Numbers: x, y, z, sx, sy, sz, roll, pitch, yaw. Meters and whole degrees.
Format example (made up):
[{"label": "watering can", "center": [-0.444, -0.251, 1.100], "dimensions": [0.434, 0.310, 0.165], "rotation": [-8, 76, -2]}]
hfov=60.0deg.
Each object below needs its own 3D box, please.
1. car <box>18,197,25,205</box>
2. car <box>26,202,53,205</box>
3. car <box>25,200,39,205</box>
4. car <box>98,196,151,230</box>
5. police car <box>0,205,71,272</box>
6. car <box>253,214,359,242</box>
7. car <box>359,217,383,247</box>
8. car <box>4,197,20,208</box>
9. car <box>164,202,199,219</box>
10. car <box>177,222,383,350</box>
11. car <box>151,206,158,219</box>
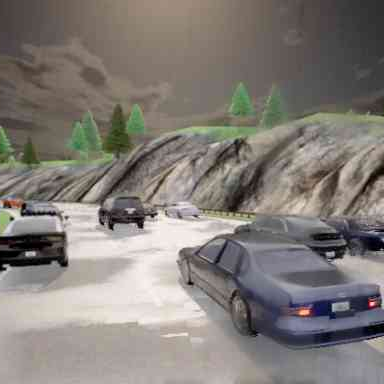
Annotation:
[{"label": "car", "center": [-19.438, 1.655, 40.501], "dimensions": [1.994, 1.385, 4.181], "rotation": [0, 0, -36]}, {"label": "car", "center": [-8.706, 1.551, 19.725], "dimensions": [1.837, 1.490, 4.892], "rotation": [0, 0, -25]}, {"label": "car", "center": [-11.140, 1.535, 24.725], "dimensions": [1.882, 1.535, 5.008], "rotation": [0, 0, -27]}, {"label": "car", "center": [-4.718, 1.276, 21.904], "dimensions": [2.150, 2.045, 5.566], "rotation": [0, 0, -24]}, {"label": "police car", "center": [-5.192, 1.451, 11.268], "dimensions": [1.930, 1.638, 5.238], "rotation": [0, 0, -20]}, {"label": "car", "center": [3.155, 1.539, 11.794], "dimensions": [1.837, 1.490, 4.892], "rotation": [0, 0, -19]}, {"label": "car", "center": [6.281, 1.642, 13.523], "dimensions": [1.895, 1.301, 4.718], "rotation": [0, 0, -20]}, {"label": "car", "center": [-26.664, 1.462, 49.849], "dimensions": [2.097, 1.767, 4.553], "rotation": [0, 0, -39]}, {"label": "car", "center": [-0.967, 1.605, 30.153], "dimensions": [1.812, 1.442, 4.674], "rotation": [0, 0, -27]}, {"label": "car", "center": [1.196, 1.566, 6.778], "dimensions": [2.033, 1.411, 5.357], "rotation": [0, 0, -18]}, {"label": "car", "center": [-4.766, 1.623, 29.969], "dimensions": [2.033, 1.411, 5.357], "rotation": [0, 0, -28]}]
